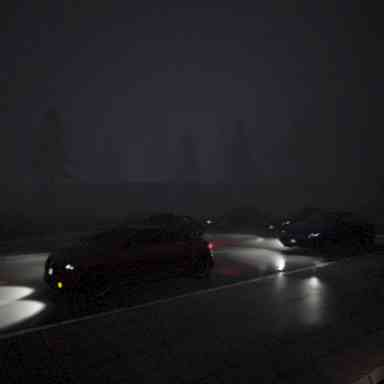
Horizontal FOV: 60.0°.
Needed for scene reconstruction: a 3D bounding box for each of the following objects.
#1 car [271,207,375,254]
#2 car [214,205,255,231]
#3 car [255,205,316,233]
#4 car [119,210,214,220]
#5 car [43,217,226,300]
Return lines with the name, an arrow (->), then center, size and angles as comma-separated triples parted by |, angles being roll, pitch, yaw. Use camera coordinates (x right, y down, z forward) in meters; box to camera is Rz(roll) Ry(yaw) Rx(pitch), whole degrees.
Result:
car -> 5.573, 1.476, 13.410 | 4.674, 1.442, 1.812 | -1, 0, -35
car -> 2.571, 1.492, 19.854 | 5.357, 1.411, 2.033 | 0, 0, -35
car -> 5.842, 1.464, 17.870 | 4.674, 1.442, 1.812 | 0, 0, -35
car -> -1.740, 1.482, 12.523 | 4.892, 1.490, 1.837 | 0, 0, -35
car -> -1.449, 1.549, 8.420 | 4.181, 1.385, 1.994 | 0, 0, -35
